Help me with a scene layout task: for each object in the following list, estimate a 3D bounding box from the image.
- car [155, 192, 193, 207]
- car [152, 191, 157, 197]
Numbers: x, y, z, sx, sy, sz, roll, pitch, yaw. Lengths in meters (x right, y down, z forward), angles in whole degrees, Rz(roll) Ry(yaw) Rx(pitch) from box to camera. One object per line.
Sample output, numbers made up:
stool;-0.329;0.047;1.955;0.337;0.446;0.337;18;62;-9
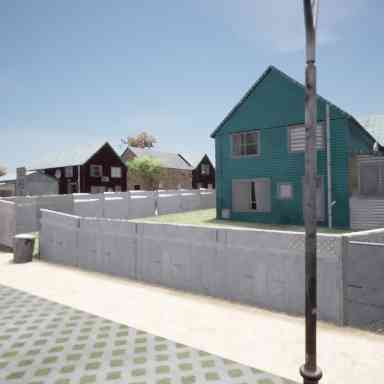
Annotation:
car;-1.271;0.834;32.423;1.895;1.301;4.718;-1;1;35
car;-3.184;0.623;34.828;2.097;1.767;4.553;-1;1;35
